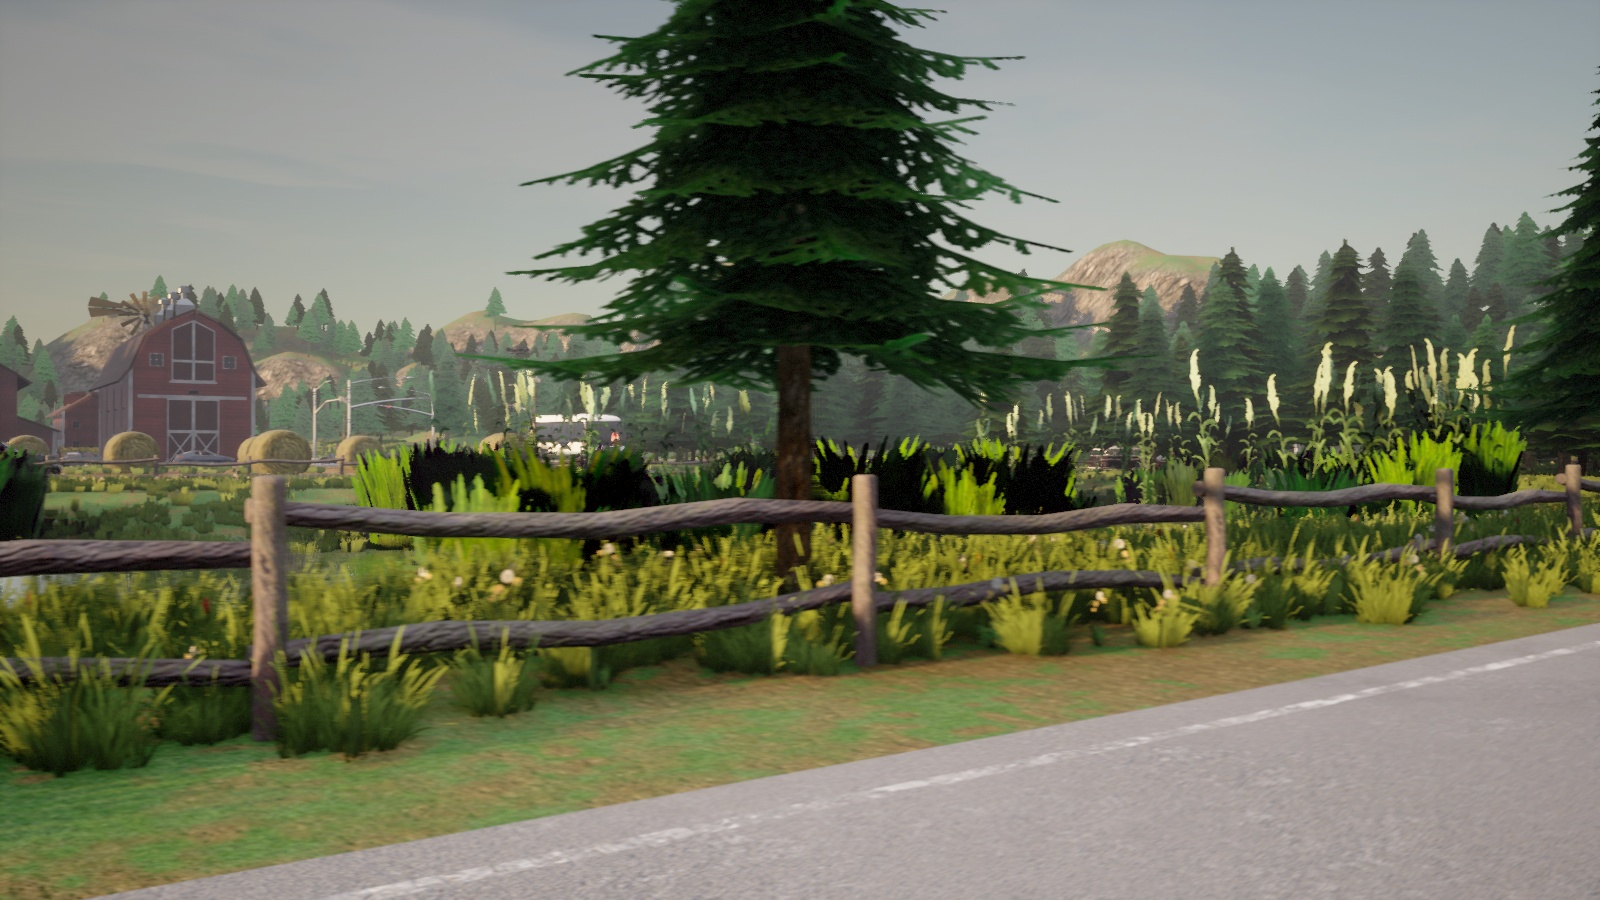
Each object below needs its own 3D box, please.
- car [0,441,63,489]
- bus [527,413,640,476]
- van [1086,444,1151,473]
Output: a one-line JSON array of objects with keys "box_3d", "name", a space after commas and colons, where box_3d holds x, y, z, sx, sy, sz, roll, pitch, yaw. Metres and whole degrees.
[{"box_3d": [-34.783, 0.647, 53.687, 5.566, 2.045, 2.150, 0, 0, -32], "name": "car"}, {"box_3d": [-15.585, -0.363, 89.426, 3.944, 4.253, 10.273, 0, 0, -35], "name": "bus"}, {"box_3d": [22.906, 0.625, 90.163, 4.480, 2.038, 2.069, 0, 0, -34], "name": "van"}]
